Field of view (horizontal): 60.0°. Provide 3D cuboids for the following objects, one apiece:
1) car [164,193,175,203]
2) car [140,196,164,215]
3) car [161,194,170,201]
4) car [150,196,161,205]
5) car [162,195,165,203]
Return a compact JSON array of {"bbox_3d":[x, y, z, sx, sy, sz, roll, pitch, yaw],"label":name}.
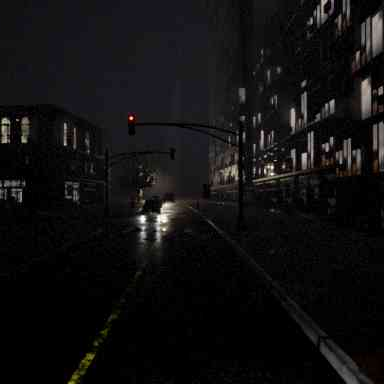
[{"bbox_3d":[-4.869,1.208,69.136,2.150,2.045,5.566,0,0,-8],"label":"car"},{"bbox_3d":[-4.052,1.500,33.434,1.837,1.490,4.892,0,0,-4],"label":"car"},{"bbox_3d":[-6.417,1.336,79.403,1.812,1.442,4.674,0,0,-10],"label":"car"},{"bbox_3d":[-6.734,1.485,61.689,1.837,1.490,4.892,0,1,-6],"label":"car"},{"bbox_3d":[-5.234,1.552,47.810,1.994,1.385,4.181,0,0,-6],"label":"car"}]
